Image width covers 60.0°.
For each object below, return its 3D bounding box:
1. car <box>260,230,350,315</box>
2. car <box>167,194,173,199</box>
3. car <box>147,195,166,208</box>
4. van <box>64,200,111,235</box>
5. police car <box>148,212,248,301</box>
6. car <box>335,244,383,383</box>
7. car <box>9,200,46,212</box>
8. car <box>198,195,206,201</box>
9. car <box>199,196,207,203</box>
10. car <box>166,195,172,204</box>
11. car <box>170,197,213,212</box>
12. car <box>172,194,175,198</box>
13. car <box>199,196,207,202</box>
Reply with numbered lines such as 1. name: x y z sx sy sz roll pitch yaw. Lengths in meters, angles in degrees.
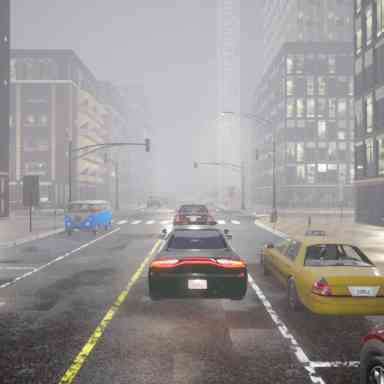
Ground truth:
1. car: 2.706 1.529 7.554 1.752 1.417 4.829 1 0 0
2. car: -5.700 1.761 73.484 1.802 1.307 4.206 0 0 0
3. car: -5.692 1.408 50.834 2.192 1.841 5.009 0 0 0
4. van: -5.663 1.358 18.429 1.690 1.788 3.998 1 0 0
5. police car: 0.100 1.509 8.482 2.038 1.542 4.974 0 0 0
6. car: 2.706 1.441 1.860 1.967 1.590 4.097 1 0 0
7. car: -19.062 1.538 37.834 4.507 1.381 1.887 0 -1 0
8. car: 2.677 1.705 90.475 1.967 1.590 4.097 0 0 0
9. car: 2.679 1.733 79.318 1.752 1.417 4.829 0 0 0
10. car: -5.698 1.720 67.821 1.947 1.339 4.313 0 0 0
11. car: 0.082 1.369 18.592 2.097 1.767 4.553 0 0 0
12. car: -5.700 1.647 79.147 1.967 1.590 4.097 0 0 0
13. car: 2.678 1.801 84.812 1.947 1.339 4.313 0 0 0
